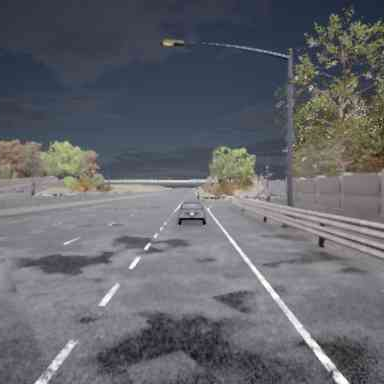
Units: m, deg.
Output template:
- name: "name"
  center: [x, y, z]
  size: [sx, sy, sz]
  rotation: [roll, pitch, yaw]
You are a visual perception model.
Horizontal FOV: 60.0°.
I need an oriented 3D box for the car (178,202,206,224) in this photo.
- name: "car"
  center: [0.005, 1.375, 23.111]
  size: [2.033, 1.411, 5.357]
  rotation: [0, 0, 0]
